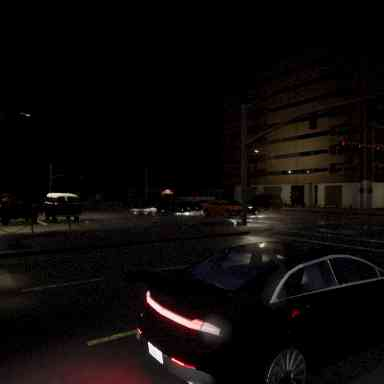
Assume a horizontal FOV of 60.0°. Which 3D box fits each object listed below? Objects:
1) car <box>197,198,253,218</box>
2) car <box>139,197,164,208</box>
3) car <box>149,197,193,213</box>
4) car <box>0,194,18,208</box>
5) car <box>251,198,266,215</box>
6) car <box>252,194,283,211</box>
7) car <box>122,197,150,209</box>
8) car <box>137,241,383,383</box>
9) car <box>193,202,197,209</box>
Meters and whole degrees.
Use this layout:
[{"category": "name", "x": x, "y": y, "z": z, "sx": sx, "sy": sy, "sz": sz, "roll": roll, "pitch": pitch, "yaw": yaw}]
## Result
[{"category": "car", "x": 2.966, "y": 1.533, "z": 30.973, "sx": 1.882, "sy": 1.535, "sz": 5.008, "roll": 0, "pitch": 0, "yaw": -34}, {"category": "car", "x": -6.199, "y": 1.560, "z": 50.652, "sx": 1.837, "sy": 1.490, "sz": 4.892, "roll": 0, "pitch": 0, "yaw": -34}, {"category": "car", "x": -2.565, "y": 1.603, "z": 39.085, "sx": 2.033, "sy": 1.411, "sz": 5.357, "roll": 0, "pitch": 0, "yaw": -34}, {"category": "car", "x": -31.378, "y": 1.209, "z": 56.581, "sx": 1.932, "sy": 1.855, "sz": 4.605, "roll": 0, "pitch": 0, "yaw": -34}, {"category": "car", "x": 4.763, "y": 1.603, "z": 34.550, "sx": 2.033, "sy": 1.411, "sz": 5.357, "roll": 0, "pitch": 0, "yaw": -34}, {"category": "car", "x": 8.714, "y": 1.277, "z": 41.383, "sx": 2.150, "sy": 2.045, "sz": 5.566, "roll": 0, "pitch": 0, "yaw": -33}, {"category": "car", "x": -8.413, "y": 1.533, "z": 47.679, "sx": 1.882, "sy": 1.535, "sz": 5.008, "roll": 0, "pitch": 0, "yaw": -34}, {"category": "car", "x": 1.620, "y": 1.492, "z": 4.895, "sx": 4.902, "sy": 1.511, "sz": 2.128, "roll": 0, "pitch": 0, "yaw": -34}, {"category": "car", "x": -0.636, "y": 1.656, "z": 42.472, "sx": 1.895, "sy": 1.301, "sz": 4.718, "roll": 0, "pitch": 0, "yaw": -34}]
